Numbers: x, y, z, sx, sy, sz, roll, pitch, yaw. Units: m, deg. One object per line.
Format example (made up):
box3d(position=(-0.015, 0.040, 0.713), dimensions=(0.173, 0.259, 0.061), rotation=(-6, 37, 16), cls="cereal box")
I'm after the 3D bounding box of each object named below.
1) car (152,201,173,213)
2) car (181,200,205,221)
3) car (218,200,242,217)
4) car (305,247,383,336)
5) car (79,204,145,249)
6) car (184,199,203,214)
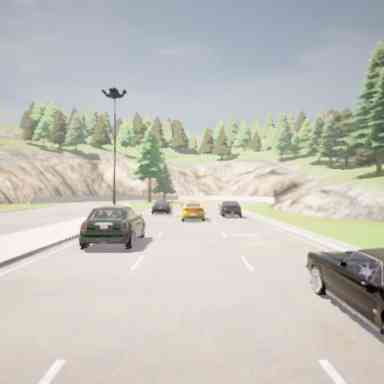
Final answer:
box3d(position=(-3.327, 1.642, 37.528), dimensions=(1.994, 1.385, 4.181), rotation=(0, 0, 1), cls="car")
box3d(position=(0.100, 1.536, 27.617), dimensions=(1.882, 1.535, 5.008), rotation=(0, 0, 0), cls="car")
box3d(position=(3.607, 1.572, 31.909), dimensions=(1.837, 1.490, 4.892), rotation=(0, 0, 0), cls="car")
box3d(position=(3.602, 1.613, 5.764), dimensions=(1.895, 1.301, 4.718), rotation=(0, 0, 0), cls="car")
box3d(position=(-3.398, 1.383, 14.938), dimensions=(2.097, 1.767, 4.553), rotation=(0, 0, 0), cls="car")
box3d(position=(0.221, 1.629, 38.731), dimensions=(2.033, 1.411, 5.357), rotation=(0, 0, 2), cls="car")
